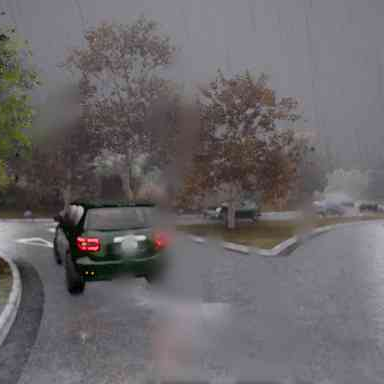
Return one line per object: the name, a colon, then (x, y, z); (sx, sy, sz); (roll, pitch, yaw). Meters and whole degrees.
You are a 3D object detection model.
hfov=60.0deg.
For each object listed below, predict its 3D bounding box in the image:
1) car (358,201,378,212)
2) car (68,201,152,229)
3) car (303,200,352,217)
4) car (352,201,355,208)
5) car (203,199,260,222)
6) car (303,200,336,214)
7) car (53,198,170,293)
car: (22.750, 1.858, 42.834); (1.895, 1.301, 4.718); (0, 0, 34)
car: (-5.261, 1.412, 21.509); (5.008, 1.535, 1.882); (0, 0, -24)
car: (13.249, 1.701, 32.872); (5.357, 1.411, 2.033); (1, 0, -39)
car: (25.252, 1.902, 53.987); (1.895, 1.301, 4.718); (0, 0, 22)
car: (3.105, 1.346, 25.983); (4.553, 1.767, 2.097); (1, 0, -32)
car: (14.763, 1.724, 38.382); (1.812, 1.442, 4.674); (0, 0, 45)
car: (-2.450, 1.188, 9.158); (2.150, 2.045, 5.566); (0, 0, -27)
